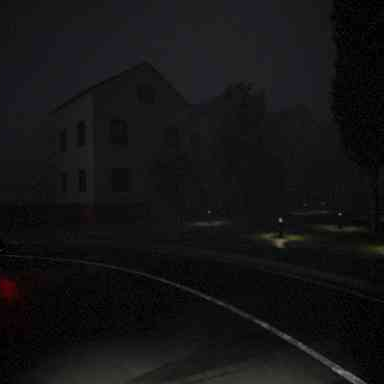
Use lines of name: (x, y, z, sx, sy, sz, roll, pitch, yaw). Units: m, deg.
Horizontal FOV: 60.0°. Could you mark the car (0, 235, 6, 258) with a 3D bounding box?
car: (-8.148, 1.678, 10.402, 4.902, 1.511, 2.128, -1, 0, 22)
